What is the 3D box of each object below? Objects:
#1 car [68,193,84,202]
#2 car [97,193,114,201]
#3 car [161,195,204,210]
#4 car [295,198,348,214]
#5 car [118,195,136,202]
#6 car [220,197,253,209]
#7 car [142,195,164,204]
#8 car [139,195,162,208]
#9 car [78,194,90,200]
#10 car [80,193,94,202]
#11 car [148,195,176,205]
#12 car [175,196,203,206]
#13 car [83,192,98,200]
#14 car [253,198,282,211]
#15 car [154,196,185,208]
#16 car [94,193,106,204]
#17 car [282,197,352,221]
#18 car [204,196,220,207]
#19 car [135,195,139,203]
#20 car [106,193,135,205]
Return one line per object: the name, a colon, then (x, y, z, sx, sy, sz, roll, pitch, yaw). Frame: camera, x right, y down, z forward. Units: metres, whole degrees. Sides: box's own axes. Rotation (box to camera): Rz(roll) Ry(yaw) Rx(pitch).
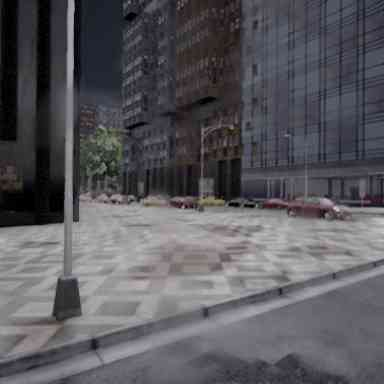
car: (-23.381, 1.093, 66.883, 1.967, 1.590, 4.097, 1, 0, -36)
car: (-19.803, 1.094, 75.896, 2.097, 1.767, 4.553, 1, 0, -36)
car: (-1.053, 1.181, 35.624, 1.887, 1.381, 4.507, 1, 0, -36)
car: (12.265, 1.285, 31.646, 1.947, 1.339, 4.313, 1, 0, -36)
car: (-13.250, 1.310, 67.364, 1.947, 1.339, 4.313, 1, 0, -36)
car: (5.887, 1.294, 40.575, 1.947, 1.339, 4.313, 1, 0, -36)
car: (-6.871, 1.293, 58.435, 2.008, 1.369, 4.403, 1, 0, -36)
car: (-4.143, 1.166, 39.951, 1.752, 1.417, 4.829, 1, 0, -36)
car: (-29.294, 1.272, 89.826, 1.752, 1.417, 4.829, 1, 0, -36)
car: (-20.093, 1.178, 62.279, 1.752, 1.417, 4.829, 1, 0, -36)
car: (-4.660, 1.201, 50.660, 2.128, 1.511, 4.902, 1, -1, -35)
car: (-0.492, 1.287, 49.505, 2.008, 1.369, 4.403, 1, 0, -36)
car: (-26.004, 1.061, 85.224, 2.192, 1.841, 5.009, 1, 0, -36)
car: (9.076, 1.305, 36.111, 1.802, 1.307, 4.206, 1, 0, -36)
car: (-2.955, 1.234, 42.892, 1.994, 1.385, 4.181, 1, 0, -35)
car: (-13.812, 1.232, 53.486, 1.802, 1.307, 4.206, 1, 0, -36)
car: (8.500, 1.063, 22.255, 1.967, 1.590, 4.097, 1, 0, -37)
car: (2.599, 1.257, 45.179, 1.752, 1.417, 4.829, 1, 0, -36)
car: (-10.741, 1.239, 59.100, 1.812, 1.442, 4.674, 1, 0, -36)
car: (-10.621, 1.088, 49.021, 1.967, 1.590, 4.097, 1, 0, -36)
